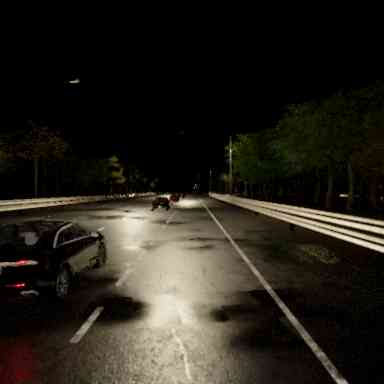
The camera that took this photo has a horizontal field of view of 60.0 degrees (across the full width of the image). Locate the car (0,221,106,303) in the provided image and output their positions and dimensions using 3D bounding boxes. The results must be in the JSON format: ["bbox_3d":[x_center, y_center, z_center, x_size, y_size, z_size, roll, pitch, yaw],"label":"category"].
[{"bbox_3d":[-3.495,1.446,8.085,2.128,1.511,4.902,0,0,0],"label":"car"}]

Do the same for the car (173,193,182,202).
[{"bbox_3d":[-3.312,1.194,62.944,1.812,1.442,4.674,0,0,0],"label":"car"}]

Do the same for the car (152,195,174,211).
[{"bbox_3d":[-3.422,1.306,37.803,1.837,1.490,4.892,0,0,0],"label":"car"}]
